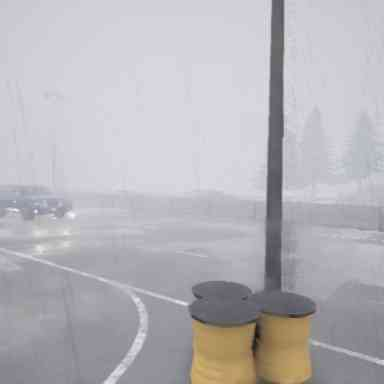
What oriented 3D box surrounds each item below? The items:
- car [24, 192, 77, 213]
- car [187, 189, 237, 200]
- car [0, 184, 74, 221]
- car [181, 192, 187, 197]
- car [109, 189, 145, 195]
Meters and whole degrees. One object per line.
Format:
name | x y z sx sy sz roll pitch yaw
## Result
car | -10.883 0.733 25.455 4.181 1.385 1.994 2 2 38
car | 2.460 0.541 37.490 5.357 1.411 2.033 2 2 38
car | -9.845 0.546 20.203 5.566 2.045 2.150 2 2 38
car | 0.869 0.297 43.167 5.008 1.535 1.882 2 2 38
car | -7.242 0.395 36.179 5.008 1.535 1.882 2 2 38
